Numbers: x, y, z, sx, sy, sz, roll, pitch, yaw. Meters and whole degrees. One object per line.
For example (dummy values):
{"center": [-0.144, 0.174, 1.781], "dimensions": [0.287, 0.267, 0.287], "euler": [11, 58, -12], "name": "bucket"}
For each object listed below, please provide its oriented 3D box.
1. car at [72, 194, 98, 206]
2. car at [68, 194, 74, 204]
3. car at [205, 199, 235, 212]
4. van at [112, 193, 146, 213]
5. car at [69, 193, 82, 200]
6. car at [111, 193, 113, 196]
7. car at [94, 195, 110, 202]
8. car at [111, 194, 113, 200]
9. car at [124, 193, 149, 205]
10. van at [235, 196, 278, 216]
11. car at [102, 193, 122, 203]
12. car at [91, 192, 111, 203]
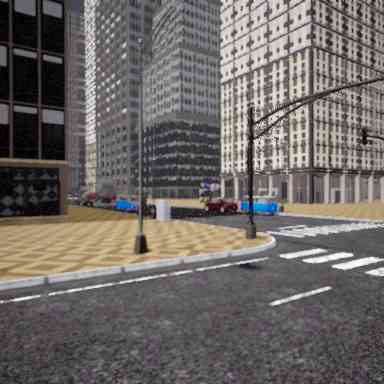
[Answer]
{"center": [-16.207, 1.414, 50.095], "dimensions": [1.947, 1.339, 4.313], "euler": [0, 0, -34], "name": "car"}
{"center": [-19.310, 1.373, 54.683], "dimensions": [2.008, 1.369, 4.403], "euler": [0, 0, -34], "name": "car"}
{"center": [3.167, 1.455, 36.455], "dimensions": [1.887, 1.381, 4.507], "euler": [0, 0, -34], "name": "car"}
{"center": [-6.895, 1.267, 36.331], "dimensions": [1.690, 1.788, 3.998], "euler": [0, 0, -34], "name": "van"}
{"center": [-29.253, 1.119, 83.741], "dimensions": [1.882, 1.535, 5.008], "euler": [0, 0, -34], "name": "car"}
{"center": [-12.370, 1.326, 59.379], "dimensions": [1.887, 1.381, 4.507], "euler": [0, 0, -34], "name": "car"}
{"center": [-18.578, 1.295, 68.556], "dimensions": [1.947, 1.339, 4.313], "euler": [0, 0, -34], "name": "car"}
{"center": [-10.523, 1.354, 51.919], "dimensions": [1.812, 1.442, 4.674], "euler": [0, 0, -33], "name": "car"}
{"center": [-9.265, 1.122, 54.790], "dimensions": [2.192, 1.841, 5.009], "euler": [0, 0, -34], "name": "car"}
{"center": [6.345, 1.276, 31.918], "dimensions": [1.690, 1.788, 3.998], "euler": [0, 0, -34], "name": "van"}
{"center": [-15.474, 1.070, 63.967], "dimensions": [2.192, 1.841, 5.009], "euler": [0, 0, -34], "name": "car"}
{"center": [-16.335, 1.285, 60.432], "dimensions": [1.837, 1.490, 4.892], "euler": [0, 0, -34], "name": "car"}
